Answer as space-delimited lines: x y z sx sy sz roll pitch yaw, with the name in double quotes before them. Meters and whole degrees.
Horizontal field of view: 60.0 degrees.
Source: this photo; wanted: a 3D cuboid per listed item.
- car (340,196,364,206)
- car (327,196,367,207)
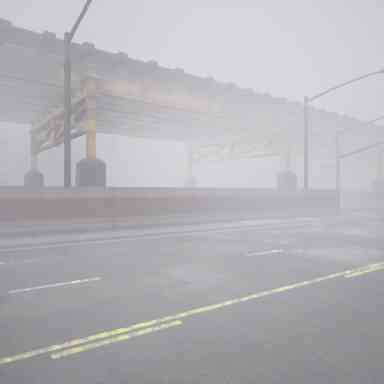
"car" 22.966 1.292 49.434 4.536 1.218 1.853 0 0 -7
"car" 23.017 1.450 49.441 4.974 1.542 2.038 0 0 -7
